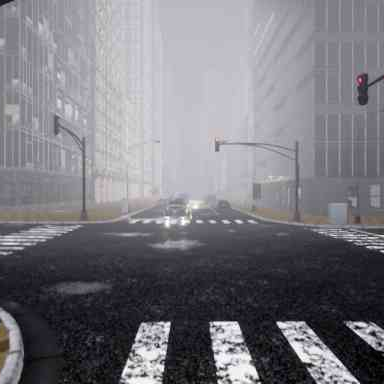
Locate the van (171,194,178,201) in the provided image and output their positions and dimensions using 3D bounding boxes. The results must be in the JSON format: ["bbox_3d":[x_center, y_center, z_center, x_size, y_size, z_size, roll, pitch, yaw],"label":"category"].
[{"bbox_3d":[-4.404,1.295,85.915,1.690,1.788,3.998,0,0,0],"label":"van"}]

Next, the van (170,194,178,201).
[{"bbox_3d":[-4.367,1.303,80.388,1.690,1.788,3.998,0,0,0],"label":"van"}]

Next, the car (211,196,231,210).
[{"bbox_3d":[3.823,1.569,41.749,1.947,1.339,4.313,0,0,0],"label":"car"}]

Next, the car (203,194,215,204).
[{"bbox_3d":[3.625,1.298,63.858,2.192,1.841,5.009,0,0,0],"label":"car"}]

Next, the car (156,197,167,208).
[{"bbox_3d":[-4.143,1.582,47.222,1.802,1.307,4.206,0,0,0],"label":"car"}]

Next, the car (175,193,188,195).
[{"bbox_3d":[-1.716,1.204,66.762,2.150,2.045,5.566,0,0,0],"label":"car"}]

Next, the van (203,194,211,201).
[{"bbox_3d":[3.513,1.303,80.441,1.690,1.788,3.998,0,0,0],"label":"van"}]

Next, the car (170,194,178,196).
[{"bbox_3d":[-4.255,1.549,63.805,1.947,1.339,4.313,0,0,0],"label":"car"}]

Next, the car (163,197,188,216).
[{"bbox_3d":[-1.585,1.535,33.103,1.812,1.442,4.674,0,0,0],"label":"car"}]

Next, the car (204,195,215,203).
[{"bbox_3d":[3.588,1.416,69.386,1.967,1.590,4.097,0,0,0],"label":"car"}]

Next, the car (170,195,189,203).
[{"bbox_3d":[-1.662,1.506,45.191,1.837,1.490,4.892,0,0,0],"label":"car"}]
